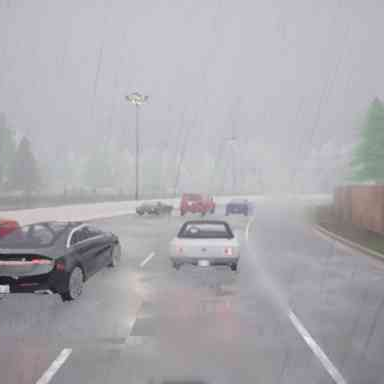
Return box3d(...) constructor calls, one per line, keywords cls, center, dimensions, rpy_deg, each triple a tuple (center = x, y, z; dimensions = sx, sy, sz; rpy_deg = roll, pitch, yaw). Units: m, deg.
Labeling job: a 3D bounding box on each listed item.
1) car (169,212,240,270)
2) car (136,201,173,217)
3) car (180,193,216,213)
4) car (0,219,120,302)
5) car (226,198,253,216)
box3d(cls="car", center=(0.488, 1.549, 10.857), dimensions=(1.895, 1.301, 4.718), rpy_deg=(0, 0, 4))
box3d(cls="car", center=(-3.184, 1.461, 29.598), dimensions=(1.895, 1.301, 4.718), rpy_deg=(0, 0, 16))
box3d(cls="car", center=(0.598, 1.080, 30.113), dimensions=(2.150, 2.045, 5.566), rpy_deg=(0, 0, 16))
box3d(cls="car", center=(-3.175, 1.452, 8.189), dimensions=(2.128, 1.511, 4.902), rpy_deg=(0, 0, 3))
box3d(cls="car", center=(4.409, 1.334, 30.478), dimensions=(1.882, 1.535, 5.008), rpy_deg=(0, 0, 17))
